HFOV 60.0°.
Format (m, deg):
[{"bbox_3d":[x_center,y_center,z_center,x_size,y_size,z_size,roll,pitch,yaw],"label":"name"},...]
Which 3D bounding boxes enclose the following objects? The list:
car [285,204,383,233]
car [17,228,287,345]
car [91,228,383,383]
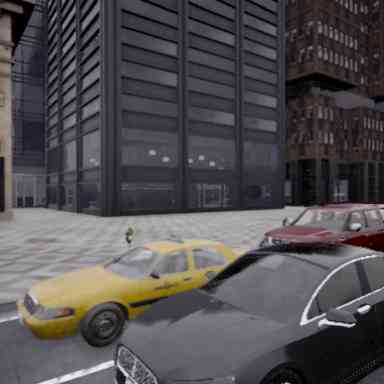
[{"bbox_3d":[4.189,1.301,9.641,5.009,1.841,2.192,0,0,-35],"label":"car"},{"bbox_3d":[-0.541,1.520,6.266,4.829,1.417,1.752,0,0,-35],"label":"car"},{"bbox_3d":[1.426,1.499,4.395,4.892,1.490,1.837,0,0,-35],"label":"car"}]
